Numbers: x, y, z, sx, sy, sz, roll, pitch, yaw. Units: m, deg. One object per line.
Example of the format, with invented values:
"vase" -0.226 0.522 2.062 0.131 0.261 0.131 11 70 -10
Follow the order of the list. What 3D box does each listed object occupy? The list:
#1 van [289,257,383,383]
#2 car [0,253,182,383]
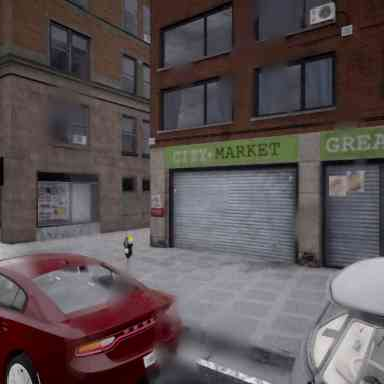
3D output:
"van" 2.387 1.341 1.375 3.998 1.788 1.690 0 0 35
"car" -2.223 1.544 4.660 4.507 1.381 1.887 0 0 35
